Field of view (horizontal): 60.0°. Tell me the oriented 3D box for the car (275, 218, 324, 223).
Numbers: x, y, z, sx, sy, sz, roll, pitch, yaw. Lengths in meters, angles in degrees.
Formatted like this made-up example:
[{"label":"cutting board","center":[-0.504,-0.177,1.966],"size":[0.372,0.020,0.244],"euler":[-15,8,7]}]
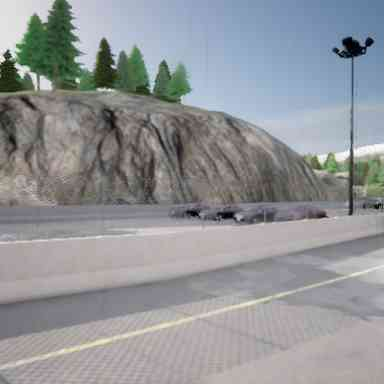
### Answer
[{"label":"car","center":[7.778,1.638,23.732],"size":[4.553,1.767,2.097],"euler":[1,-1,-42]}]
